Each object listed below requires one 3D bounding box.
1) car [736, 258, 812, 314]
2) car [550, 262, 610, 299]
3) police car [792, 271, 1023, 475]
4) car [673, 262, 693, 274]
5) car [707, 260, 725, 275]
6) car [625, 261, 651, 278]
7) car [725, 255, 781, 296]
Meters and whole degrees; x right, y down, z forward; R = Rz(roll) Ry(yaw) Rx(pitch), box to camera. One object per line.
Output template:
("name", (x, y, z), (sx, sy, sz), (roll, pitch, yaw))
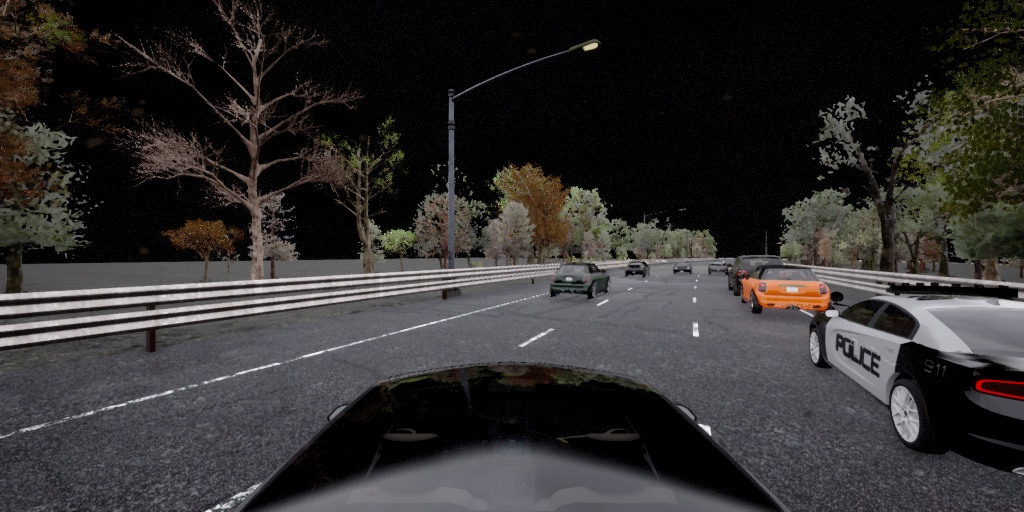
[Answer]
("car", (9.979, 1.102, 13.428), (2.097, 1.767, 4.553), (0, 0, 27))
("car", (3.593, 1.104, 18.353), (2.097, 1.767, 4.553), (0, 0, 27))
("police car", (5.624, 1.175, 4.721), (1.930, 1.638, 5.238), (0, 0, 26))
("car", (19.473, 1.370, 40.754), (1.895, 1.301, 4.718), (0, 0, 29))
("car", (22.585, 1.262, 39.278), (2.128, 1.511, 4.902), (0, 0, 30))
("car", (12.326, 1.267, 34.962), (1.837, 1.490, 4.892), (0, 0, 29))
("car", (12.711, 0.978, 18.753), (2.150, 2.045, 5.566), (0, 0, 27))
